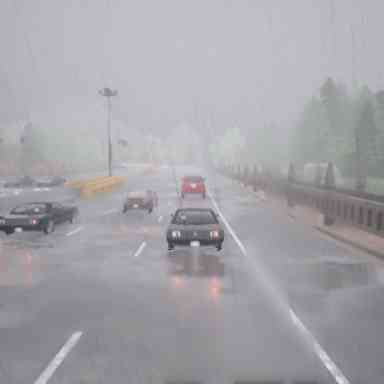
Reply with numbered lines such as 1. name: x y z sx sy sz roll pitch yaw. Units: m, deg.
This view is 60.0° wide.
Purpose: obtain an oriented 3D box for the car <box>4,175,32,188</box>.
1. car: -20.957 -1.308 40.621 1.837 1.490 4.892 0 5 1

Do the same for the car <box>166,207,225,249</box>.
1. car: 0.100 1.236 12.708 1.895 1.301 4.718 0 3 0

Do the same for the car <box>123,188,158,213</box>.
1. car: -3.398 0.472 22.297 1.812 1.442 4.674 0 5 0

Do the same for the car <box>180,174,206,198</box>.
1. car: 0.126 -0.633 30.656 2.150 2.045 5.566 0 5 0

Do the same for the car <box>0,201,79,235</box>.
1. car: -6.899 1.076 15.443 1.895 1.301 4.718 0 4 0

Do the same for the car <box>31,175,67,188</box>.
1. car: -17.442 -1.359 41.571 2.033 1.411 5.357 0 5 1
